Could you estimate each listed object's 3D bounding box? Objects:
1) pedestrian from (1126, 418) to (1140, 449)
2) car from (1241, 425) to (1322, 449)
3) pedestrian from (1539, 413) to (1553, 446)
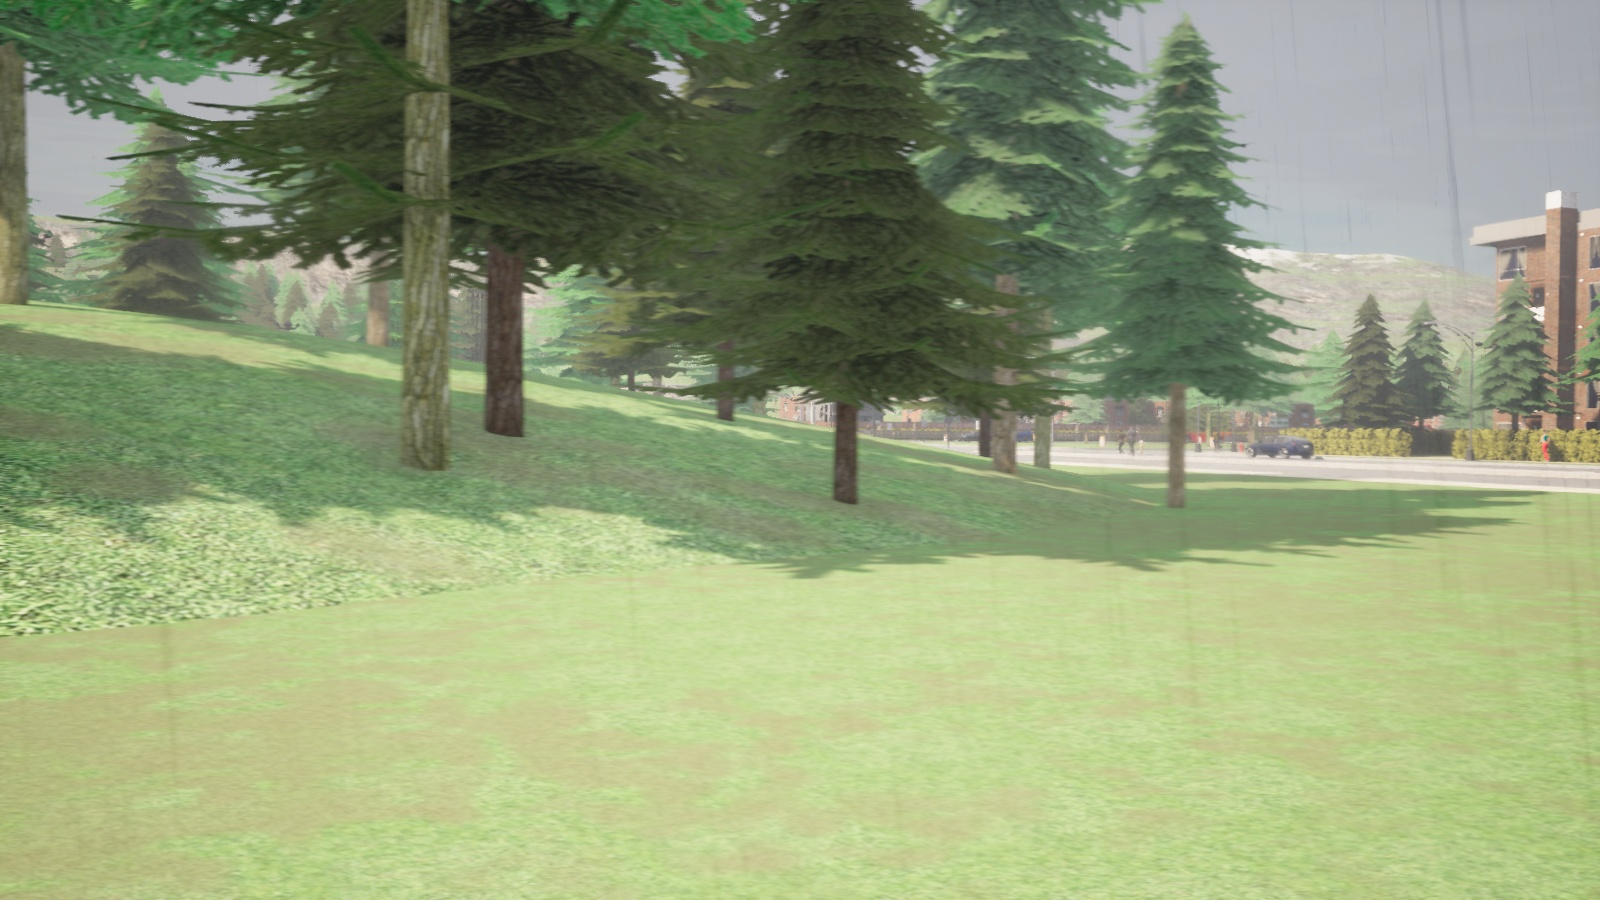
[{"bbox_3d":[19.730,-0.971,74.506,0.540,1.848,0.694,-1,1,-12],"label":"pedestrian"},{"bbox_3d":[30.743,-0.844,80.295,2.163,1.488,4.792,-1,1,-21],"label":"car"},{"bbox_3d":[41.810,-1.165,70.421,0.345,1.836,0.594,-1,1,-21],"label":"pedestrian"}]
